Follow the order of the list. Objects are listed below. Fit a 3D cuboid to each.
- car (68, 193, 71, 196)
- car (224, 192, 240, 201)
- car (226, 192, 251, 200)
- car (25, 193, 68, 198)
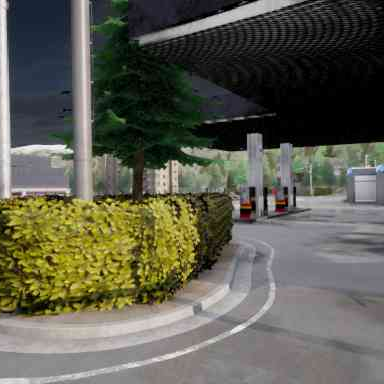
[{"bbox_3d":[-24.204,1.124,63.874,3.866,1.878,1.905,-1,1,35],"label":"car"},{"bbox_3d":[7.473,0.850,63.898,5.027,1.636,2.152,-1,1,35],"label":"car"},{"bbox_3d":[9.246,0.812,66.485,4.514,1.523,2.007,-1,1,35],"label":"car"},{"bbox_3d":[-14.746,1.183,33.582,3.866,1.878,1.905,-1,1,35],"label":"car"}]
